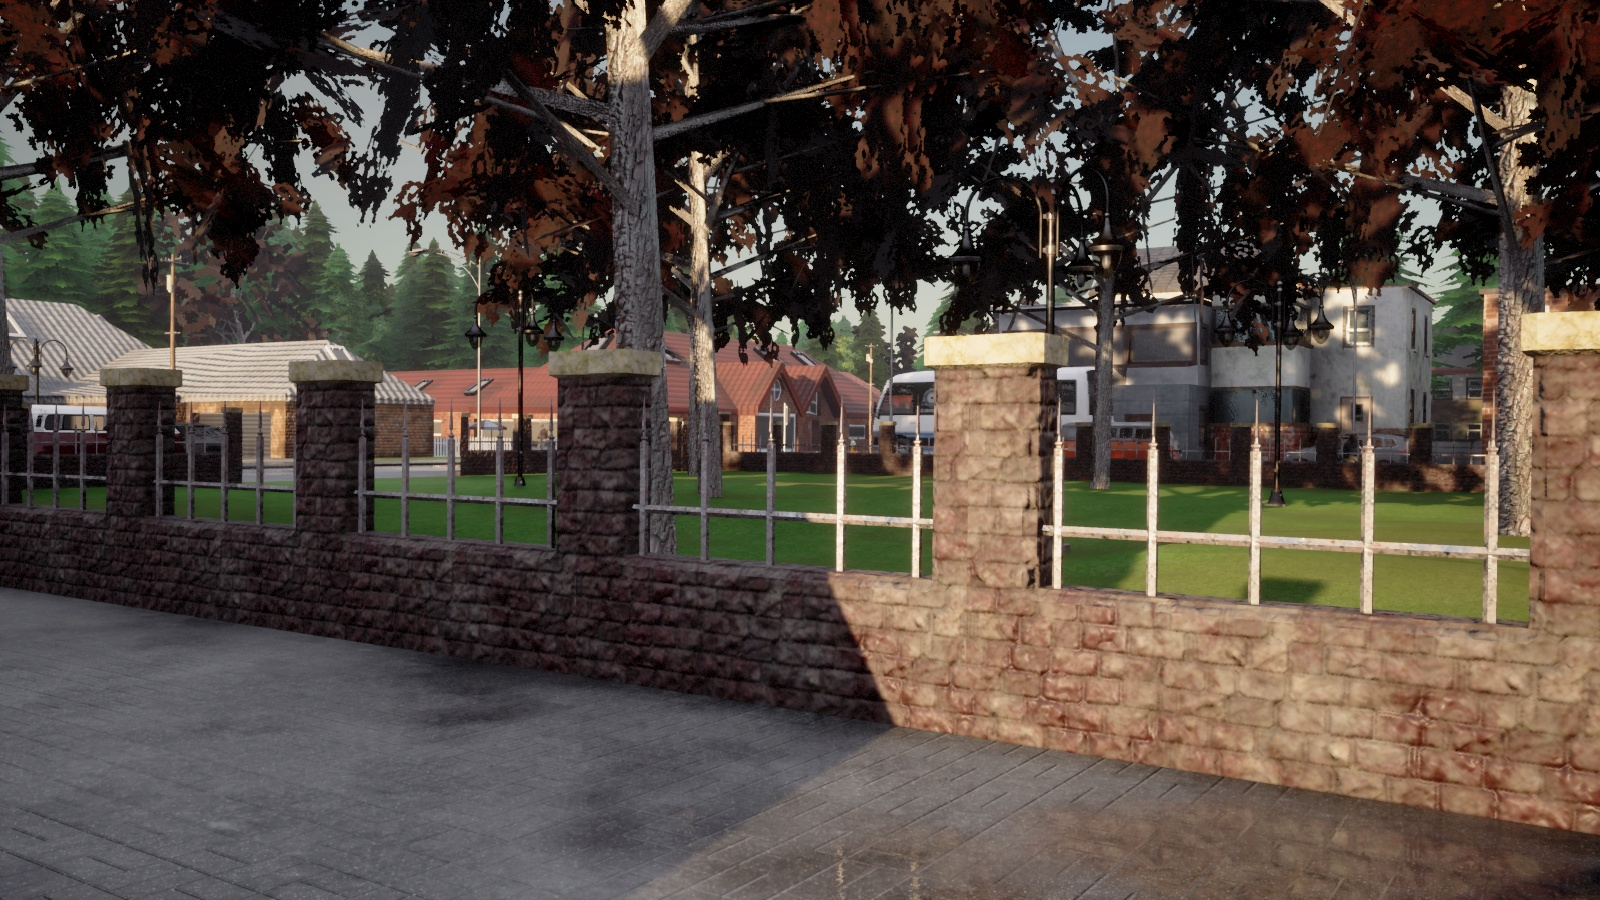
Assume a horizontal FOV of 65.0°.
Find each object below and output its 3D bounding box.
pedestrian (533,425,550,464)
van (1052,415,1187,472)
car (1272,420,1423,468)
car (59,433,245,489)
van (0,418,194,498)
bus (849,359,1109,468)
[{"bbox_3d":[-12.302,-0.267,59.830,0.376,1.854,0.720,0,1,33],"label":"pedestrian"},{"bbox_3d":[11.687,-0.249,45.979,4.442,1.987,1.775,0,1,32],"label":"van"},{"bbox_3d":[19.778,-0.223,45.411,4.611,1.667,2.242,0,1,36],"label":"car"},{"bbox_3d":[-20.563,0.301,40.034,2.033,1.649,4.856,0,1,34],"label":"car"},{"bbox_3d":[-19.401,0.159,34.519,2.069,2.038,4.480,0,1,33],"label":"van"},{"bbox_3d":[7.509,-1.445,53.581,10.273,4.253,3.944,0,1,34],"label":"bus"}]
